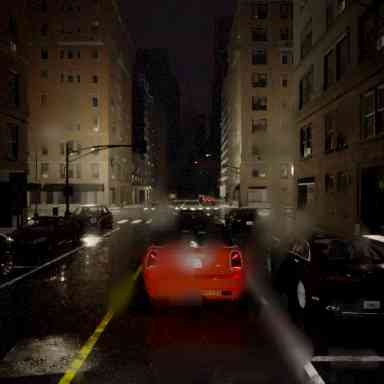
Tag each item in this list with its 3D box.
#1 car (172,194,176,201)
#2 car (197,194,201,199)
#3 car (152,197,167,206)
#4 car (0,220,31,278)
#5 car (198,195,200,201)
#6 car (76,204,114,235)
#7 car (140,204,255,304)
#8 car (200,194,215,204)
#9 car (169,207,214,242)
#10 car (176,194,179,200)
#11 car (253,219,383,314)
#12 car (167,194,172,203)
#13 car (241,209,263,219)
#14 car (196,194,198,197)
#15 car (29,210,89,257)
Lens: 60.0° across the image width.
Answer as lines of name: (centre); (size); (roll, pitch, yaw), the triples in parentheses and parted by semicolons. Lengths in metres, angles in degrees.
car: (-5.680, 1.625, 82.416); (1.752, 1.417, 4.829); (0, 0, 0)
car: (2.841, 1.523, 77.176); (1.967, 1.590, 4.097); (0, 0, 0)
car: (-5.697, 1.617, 55.544); (1.802, 1.307, 4.206); (0, 0, 0)
car: (-5.677, 1.566, 7.438); (1.947, 1.339, 4.313); (0, 0, 0)
car: (2.835, 1.605, 66.358); (2.008, 1.369, 4.403); (0, 0, 0)
car: (-5.690, 1.440, 18.441); (1.967, 1.590, 4.097); (0, 0, 0)
car: (0.054, 1.352, 8.309); (2.097, 1.767, 4.553); (0, 0, 0)
car: (2.827, 1.475, 55.540); (1.967, 1.590, 4.097); (0, 0, 0)
car: (-0.015, 1.564, 16.963); (1.994, 1.385, 4.181); (0, 0, 0)
car: (-5.673, 1.455, 93.404); (2.192, 1.841, 5.009); (0, 0, 0)
car: (2.848, 1.550, 7.448); (2.008, 1.369, 4.403); (0, 0, 0)
car: (-5.690, 1.606, 66.361); (2.008, 1.369, 4.403); (0, 0, 0)
car: (2.836, 1.566, 18.450); (1.947, 1.339, 4.313); (0, 0, 0)
car: (2.848, 1.559, 87.994); (1.967, 1.590, 4.097); (0, 0, 0)
car: (-5.684, 1.582, 12.939); (1.802, 1.307, 4.206); (0, 0, 0)
